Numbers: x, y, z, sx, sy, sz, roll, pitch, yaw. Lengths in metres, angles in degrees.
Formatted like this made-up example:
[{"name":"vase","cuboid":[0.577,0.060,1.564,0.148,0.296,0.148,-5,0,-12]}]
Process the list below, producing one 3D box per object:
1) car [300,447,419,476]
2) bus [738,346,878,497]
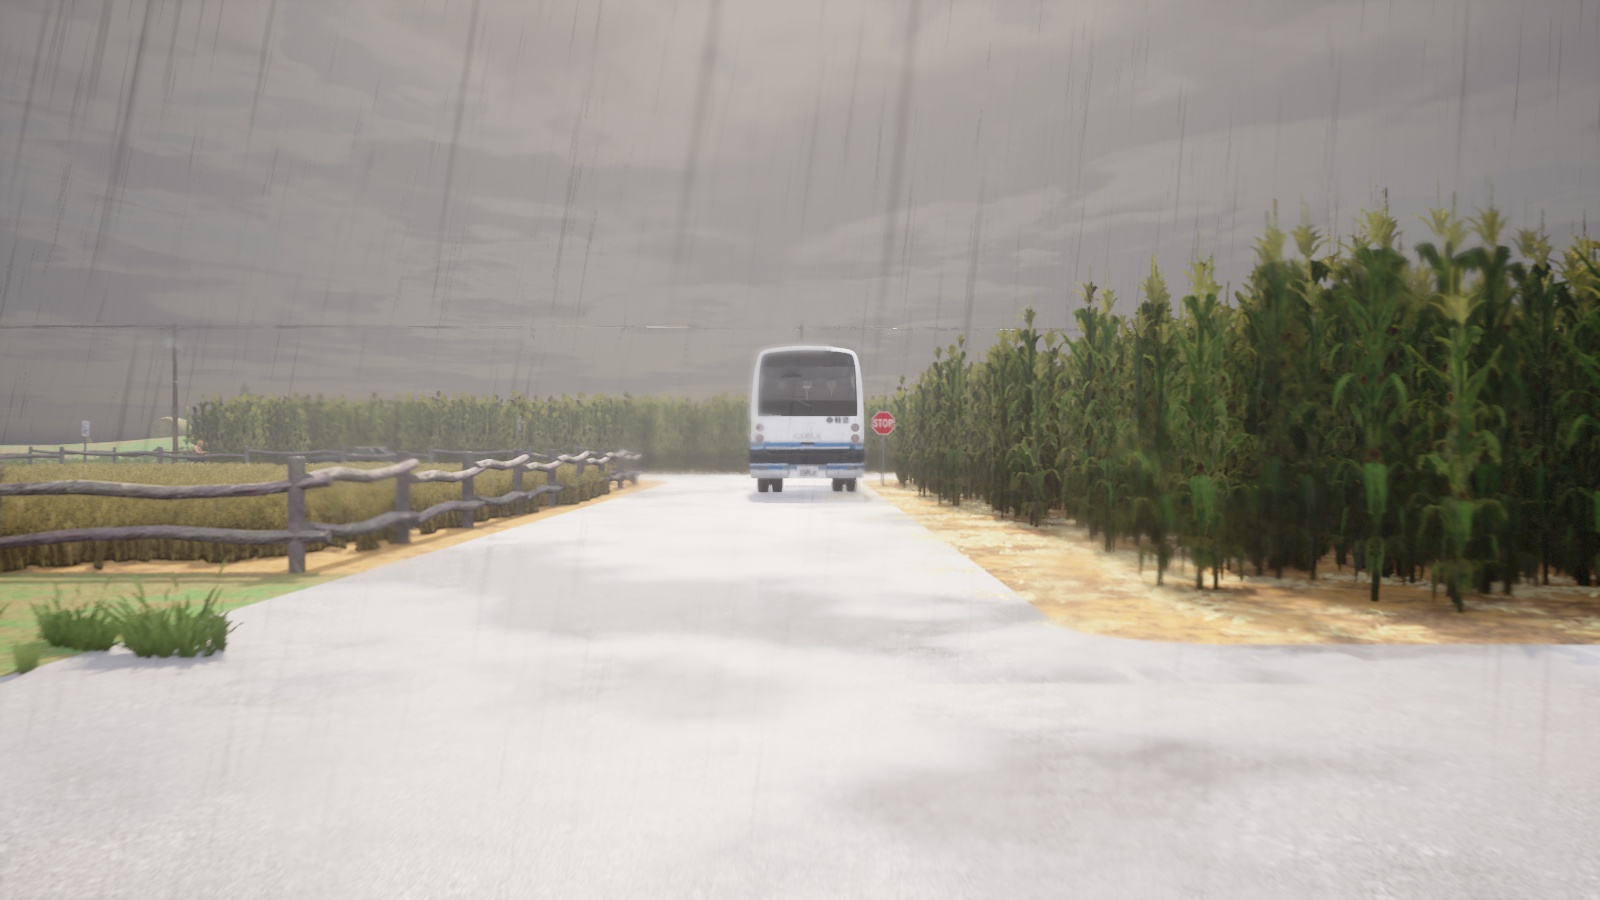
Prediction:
[{"name":"car","cuboid":[-19.914,0.503,56.944,4.718,1.301,1.895,0,0,0]},{"name":"bus","cuboid":[0.247,-0.863,40.465,3.944,4.253,10.273,0,1,0]}]
